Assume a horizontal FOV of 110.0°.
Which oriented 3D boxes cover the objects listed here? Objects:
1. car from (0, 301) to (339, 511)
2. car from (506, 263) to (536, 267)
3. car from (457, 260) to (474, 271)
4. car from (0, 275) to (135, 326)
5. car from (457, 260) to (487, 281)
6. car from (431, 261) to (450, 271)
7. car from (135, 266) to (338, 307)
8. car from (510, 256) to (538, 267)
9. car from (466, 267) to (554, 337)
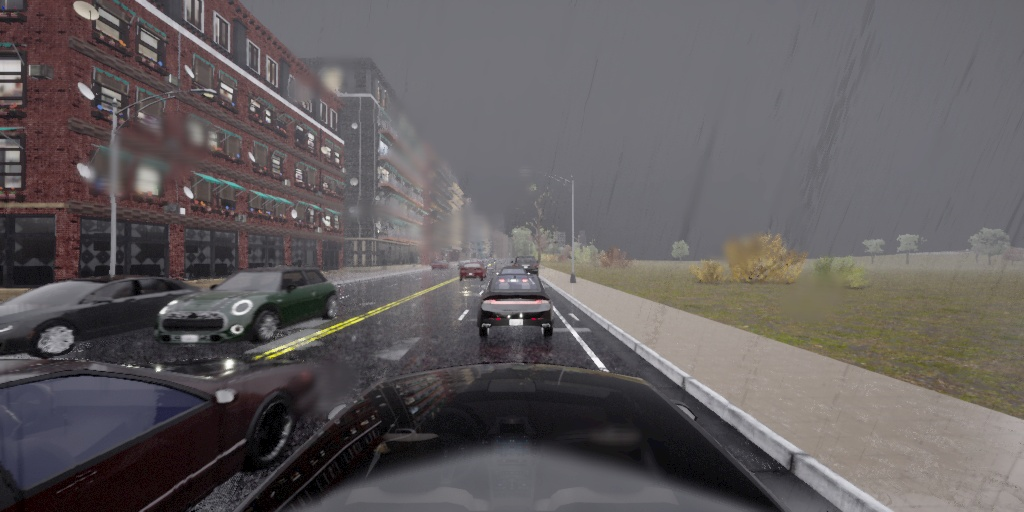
[{"bbox_3d":[-3.151,1.297,1.763,2.033,1.411,5.357,0,0,0],"label":"car"},{"bbox_3d":[0.068,1.301,20.740,2.033,1.411,5.357,0,0,0],"label":"car"},{"bbox_3d":[-6.699,1.279,51.650,1.812,1.442,4.674,0,0,0],"label":"car"},{"bbox_3d":[-9.862,1.256,8.535,1.837,1.490,4.892,0,0,0],"label":"car"},{"bbox_3d":[-3.204,1.232,30.255,1.882,1.535,5.008,0,0,0],"label":"car"},{"bbox_3d":[-9.940,1.354,49.938,1.895,1.301,4.718,0,0,0],"label":"car"},{"bbox_3d":[-6.614,1.103,9.610,2.097,1.767,4.553,0,0,0],"label":"car"},{"bbox_3d":[1.082,0.979,30.952,2.150,2.045,5.566,0,0,0],"label":"car"},{"bbox_3d":[0.085,1.243,10.300,2.128,1.511,4.902,0,0,0],"label":"car"}]
